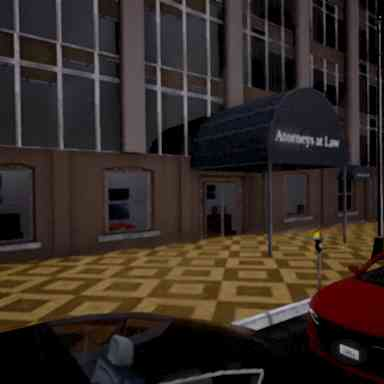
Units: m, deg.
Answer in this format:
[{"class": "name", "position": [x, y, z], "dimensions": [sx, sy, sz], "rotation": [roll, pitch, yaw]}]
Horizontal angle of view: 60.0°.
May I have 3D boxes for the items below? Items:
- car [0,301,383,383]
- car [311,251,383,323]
[{"class": "car", "position": [-1.069, 1.566, 1.683], "dimensions": [4.313, 1.339, 1.947], "rotation": [0, 0, -35]}, {"class": "car", "position": [3.565, 1.506, 4.973], "dimensions": [4.507, 1.381, 1.887], "rotation": [0, 0, -35]}]
